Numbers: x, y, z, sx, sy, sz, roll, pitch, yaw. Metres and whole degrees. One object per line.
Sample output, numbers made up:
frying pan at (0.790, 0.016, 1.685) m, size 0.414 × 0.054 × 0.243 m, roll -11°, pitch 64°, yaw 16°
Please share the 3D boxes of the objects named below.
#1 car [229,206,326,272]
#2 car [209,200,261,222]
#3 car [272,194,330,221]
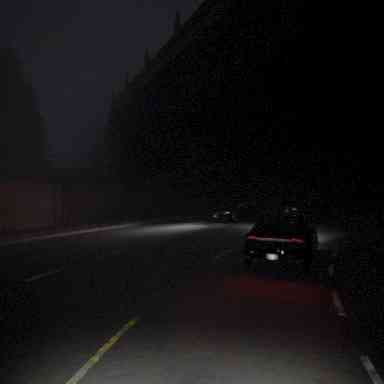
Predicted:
car at (3.028, 1.447, 10.787) m, size 2.128 × 1.511 × 4.902 m, roll 1°, pitch 0°, yaw 23°
car at (3.213, 1.353, 23.857) m, size 2.128 × 1.511 × 4.902 m, roll 1°, pitch 0°, yaw 43°
car at (7.794, 1.136, 23.742) m, size 5.566 × 2.045 × 2.150 m, roll 0°, pitch 0°, yaw -43°
